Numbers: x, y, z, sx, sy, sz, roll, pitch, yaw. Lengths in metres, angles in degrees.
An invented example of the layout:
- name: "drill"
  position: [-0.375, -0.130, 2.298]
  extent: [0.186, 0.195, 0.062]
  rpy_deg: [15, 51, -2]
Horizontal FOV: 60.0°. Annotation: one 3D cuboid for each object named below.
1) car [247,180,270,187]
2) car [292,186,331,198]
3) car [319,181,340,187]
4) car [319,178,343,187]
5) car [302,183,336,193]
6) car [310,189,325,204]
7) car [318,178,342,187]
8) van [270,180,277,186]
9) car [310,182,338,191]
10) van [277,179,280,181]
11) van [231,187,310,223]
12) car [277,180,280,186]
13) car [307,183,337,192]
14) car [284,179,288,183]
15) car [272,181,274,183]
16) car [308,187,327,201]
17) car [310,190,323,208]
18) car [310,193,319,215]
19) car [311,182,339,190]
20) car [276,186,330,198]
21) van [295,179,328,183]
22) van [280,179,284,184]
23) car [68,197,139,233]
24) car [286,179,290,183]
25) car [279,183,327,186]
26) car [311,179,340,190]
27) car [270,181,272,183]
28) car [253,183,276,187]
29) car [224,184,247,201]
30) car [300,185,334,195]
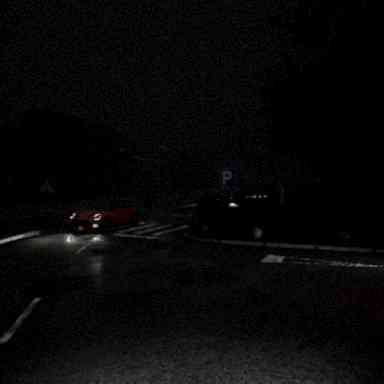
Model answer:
- name: "car"
  position: [12.138, -1.113, 66.785]
  extent: [5.566, 2.045, 2.435]
  rpy_deg: [0, 3, 25]
- name: "car"
  position: [15.999, 0.016, 44.424]
  extent: [4.674, 1.452, 2.002]
  rpy_deg: [0, 3, 26]
- name: "car"
  position: [33.922, -1.923, 81.959]
  extent: [4.792, 1.488, 2.163]
  rpy_deg: [0, 3, 25]
- name: "car"
  position: [36.300, -2.489, 86.951]
  extent: [5.566, 2.045, 2.435]
  rpy_deg: [0, 3, 25]
- name: "car"
  position: [21.797, -0.661, 57.015]
  extent: [5.366, 1.575, 1.946]
  rpy_deg: [0, 3, 25]
- name: "car"
  position: [8.872, 0.773, 29.392]
  extent: [4.792, 1.488, 2.163]
  rpy_deg: [0, 3, 25]
- name: "car"
  position: [35.056, -2.345, 84.472]
  extent: [5.566, 2.045, 2.435]
  rpy_deg: [0, 3, 25]
- name: "van"
  position: [15.884, -1.472, 74.308]
  extent: [4.442, 1.987, 1.878]
  rpy_deg: [0, 3, 25]
- name: "car"
  position: [25.548, -1.039, 64.441]
  extent: [5.008, 1.535, 2.097]
  rpy_deg: [0, 3, 25]
- name: "van"
  position: [18.085, -1.729, 79.468]
  extent: [4.442, 1.987, 1.878]
  rpy_deg: [0, 3, 25]
- name: "van"
  position: [5.157, 0.905, 21.937]
  extent: [4.442, 1.987, 1.878]
  rpy_deg: [0, 3, 26]
- name: "car"
  position: [16.983, -1.374, 76.898]
  extent: [5.008, 1.535, 2.097]
  rpy_deg: [0, 3, 25]
- name: "car"
  position: [23.185, -0.755, 59.427]
  extent: [4.792, 1.488, 2.163]
  rpy_deg: [0, 3, 25]
- name: "car"
  position: [21.808, -1.870, 87.015]
  extent: [4.674, 1.452, 2.002]
  rpy_deg: [0, 3, 25]
- name: "car"
  position: [14.582, -1.078, 71.840]
  extent: [4.674, 1.452, 2.002]
  rpy_deg: [0, 3, 25]
- name: "car"
  position: [10.032, 0.616, 31.907]
  extent: [4.892, 1.521, 2.231]
  rpy_deg: [0, 3, 25]
- name: "car"
  position: [7.484, 0.870, 26.981]
  extent: [5.366, 1.575, 1.946]
  rpy_deg: [0, 3, 26]
- name: "car"
  position: [6.486, 1.031, 24.385]
  extent: [4.792, 1.488, 2.163]
  rpy_deg: [0, 3, 25]
- name: "car"
  position: [26.741, -1.165, 66.945]
  extent: [5.008, 1.535, 2.097]
  rpy_deg: [0, 3, 25]
- name: "car"
  position: [11.235, 0.487, 34.405]
  extent: [5.008, 1.535, 2.097]
  rpy_deg: [0, 3, 25]
- name: "van"
  position: [17.294, -0.376, 46.864]
  extent: [4.442, 1.987, 1.878]
  rpy_deg: [0, 3, 25]
- name: "van"
  position: [19.499, -1.862, 81.894]
  extent: [4.442, 1.987, 1.878]
  rpy_deg: [0, 3, 25]
- name: "car"
  position: [-4.974, 1.248, 19.244]
  extent: [2.097, 1.767, 4.553]
  rpy_deg: [0, 1, 21]
- name: "car"
  position: [23.019, -2.052, 89.537]
  extent: [4.892, 1.521, 2.231]
  rpy_deg: [0, 3, 25]
- name: "car"
  position: [12.448, 0.234, 36.892]
  extent: [4.553, 1.767, 2.185]
  rpy_deg: [0, 3, 25]
- name: "car"
  position: [27.898, -1.543, 69.452]
  extent: [5.566, 2.045, 2.435]
  rpy_deg: [0, 3, 25]
- name: "car"
  position: [13.207, -0.993, 69.391]
  extent: [5.366, 1.575, 1.946]
  rpy_deg: [0, 3, 25]
- name: "car"
  position: [12.178, -0.377, 55.773]
  extent: [1.895, 1.301, 4.718]
  rpy_deg: [0, 3, 25]
- name: "car"
  position: [4.655, 0.253, 40.204]
  extent: [2.097, 1.767, 4.553]
  rpy_deg: [0, 3, 26]
- name: "car"
  position: [19.553, -0.375, 51.942]
  extent: [4.792, 1.488, 2.163]
  rpy_deg: [0, 3, 25]
